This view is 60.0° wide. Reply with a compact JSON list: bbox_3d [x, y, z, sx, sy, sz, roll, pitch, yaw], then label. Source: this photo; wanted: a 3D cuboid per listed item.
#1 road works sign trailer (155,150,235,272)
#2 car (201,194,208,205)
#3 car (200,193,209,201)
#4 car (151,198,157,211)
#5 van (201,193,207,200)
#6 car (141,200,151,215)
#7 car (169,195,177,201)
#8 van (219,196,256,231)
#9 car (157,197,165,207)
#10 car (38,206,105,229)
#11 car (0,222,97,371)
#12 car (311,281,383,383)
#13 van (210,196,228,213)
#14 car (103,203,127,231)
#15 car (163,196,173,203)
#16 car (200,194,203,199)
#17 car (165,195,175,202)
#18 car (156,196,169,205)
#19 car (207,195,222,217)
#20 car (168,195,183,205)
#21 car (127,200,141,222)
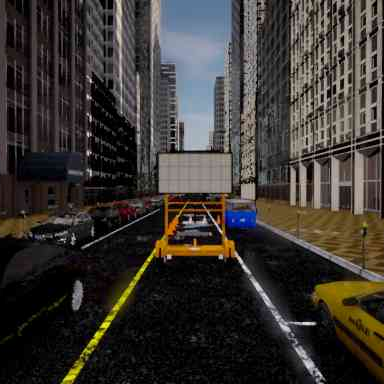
[{"bbox_3d":[0.097,0.462,10.744,2.380,3.560,2.880,0,0,1],"label":"road works sign trailer"},{"bbox_3d":[3.127,1.536,60.128,2.008,1.369,4.403,-1,0,0],"label":"car"},{"bbox_3d":[3.335,1.291,88.547,2.192,1.841,5.009,-1,0,0],"label":"car"},{"bbox_3d":[-5.421,1.573,37.457,1.802,1.307,4.206,-1,0,0],"label":"car"},{"bbox_3d":[3.378,1.315,94.230,1.690,1.788,3.998,-1,0,0],"label":"van"},{"bbox_3d":[-5.464,1.543,31.773,2.008,1.369,4.403,-1,0,0],"label":"car"},{"bbox_3d":[-5.044,1.502,88.438,1.752,1.417,4.829,-1,0,0],"label":"car"},{"bbox_3d":[2.831,1.336,20.344,1.690,1.788,3.998,-1,0,0],"label":"van"},{"bbox_3d":[-5.337,1.539,48.824,2.008,1.369,4.403,-1,0,0],"label":"car"},{"bbox_3d":[-5.589,1.547,14.723,2.008,1.369,4.403,-1,0,0],"label":"car"},{"bbox_3d":[-3.068,1.476,4.733,1.882,1.535,5.008,0,0,0],"label":"car"},{"bbox_3d":[2.708,1.524,3.464,1.752,1.417,4.829,-1,0,0],"label":"car"},{"bbox_3d":[2.957,1.332,37.395,1.690,1.788,3.998,-1,0,0],"label":"van"},{"bbox_3d":[-5.547,1.561,20.406,1.947,1.339,4.313,-1,0,0],"label":"car"},{"bbox_3d":[-5.169,1.564,71.557,1.802,1.307,4.206,-1,0,0],"label":"car"},{"bbox_3d":[3.293,1.293,82.863,2.192,1.841,5.009,-1,0,0],"label":"car"},{"bbox_3d":[-5.128,1.420,77.241,1.967,1.590,4.097,-1,0,0],"label":"car"},{"bbox_3d":[-5.253,1.536,60.190,2.008,1.369,4.403,-1,0,0],"label":"car"},{"bbox_3d":[2.915,1.308,31.711,2.192,1.841,5.009,-1,0,0],"label":"car"},{"bbox_3d":[-2.570,1.463,58.073,1.882,1.535,5.008,0,0,0],"label":"car"},{"bbox_3d":[-5.505,1.539,26.090,1.887,1.381,4.507,-1,0,0],"label":"car"}]
